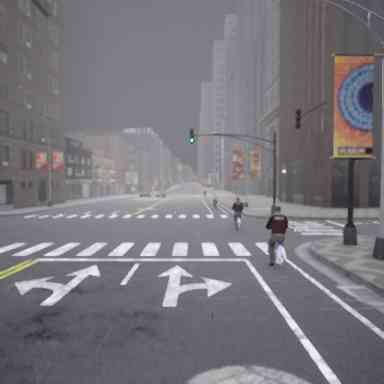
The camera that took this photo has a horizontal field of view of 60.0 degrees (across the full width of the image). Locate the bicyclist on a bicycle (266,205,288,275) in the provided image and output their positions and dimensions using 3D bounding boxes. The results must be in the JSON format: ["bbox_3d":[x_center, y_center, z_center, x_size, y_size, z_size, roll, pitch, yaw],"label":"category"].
[{"bbox_3d":[2.283,1.234,9.086,0.659,1.776,1.843,0,1,0],"label":"bicyclist on a bicycle"}]

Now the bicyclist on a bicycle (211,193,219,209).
[{"bbox_3d":[2.380,0.945,34.220,0.866,1.612,1.509,0,1,0],"label":"bicyclist on a bicycle"}]

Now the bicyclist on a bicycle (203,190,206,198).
[{"bbox_3d":[2.496,0.436,65.011,0.659,1.776,1.843,0,1,0],"label":"bicyclist on a bicycle"}]

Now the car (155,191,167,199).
[{"bbox_3d":[-6.243,0.569,67.676,1.837,1.490,4.892,0,1,0],"label":"car"}]

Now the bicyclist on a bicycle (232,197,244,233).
[{"bbox_3d":[2.312,1.123,16.899,0.659,1.776,1.843,0,2,0],"label":"bicyclist on a bicycle"}]

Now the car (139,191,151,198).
[{"bbox_3d":[-9.493,0.513,67.688,1.994,1.385,4.181,0,1,0],"label":"car"}]
